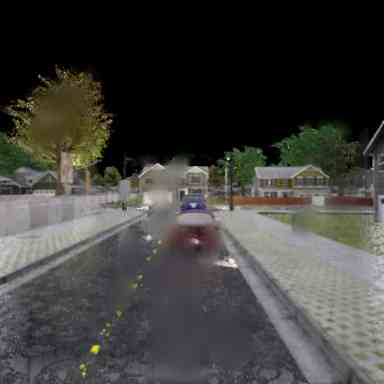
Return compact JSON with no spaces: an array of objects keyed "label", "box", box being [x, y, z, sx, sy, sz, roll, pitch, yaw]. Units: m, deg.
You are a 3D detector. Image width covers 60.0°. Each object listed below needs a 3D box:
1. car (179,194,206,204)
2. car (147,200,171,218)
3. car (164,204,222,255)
[{"label":"car","box":[0.069,1.183,28.651,2.150,2.045,5.566,0,0,-1]},{"label":"car","box":[-2.763,1.467,29.614,1.837,1.490,4.892,0,-1,0]},{"label":"car","box":[0.102,1.460,13.310,1.882,1.535,5.008,0,0,0]}]
